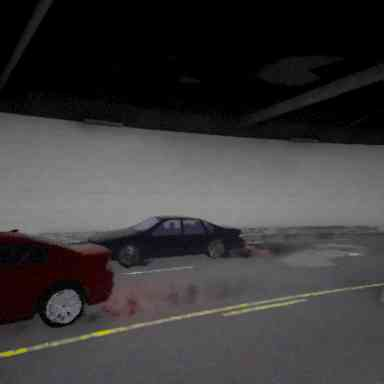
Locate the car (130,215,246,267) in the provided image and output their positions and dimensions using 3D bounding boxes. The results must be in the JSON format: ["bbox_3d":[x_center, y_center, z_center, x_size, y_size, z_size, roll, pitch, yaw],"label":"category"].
[{"bbox_3d":[-0.759,1.520,11.307,5.357,1.411,2.033,1,0,-27],"label":"car"}]

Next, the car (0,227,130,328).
[{"bbox_3d":[-3.773,1.400,5.336,5.008,1.535,1.882,1,0,-34],"label":"car"}]
